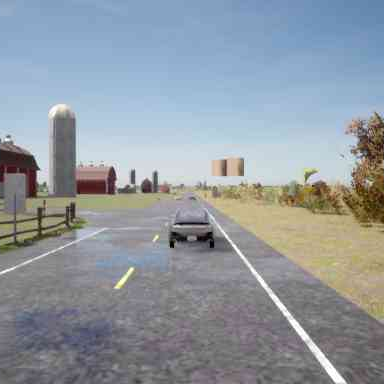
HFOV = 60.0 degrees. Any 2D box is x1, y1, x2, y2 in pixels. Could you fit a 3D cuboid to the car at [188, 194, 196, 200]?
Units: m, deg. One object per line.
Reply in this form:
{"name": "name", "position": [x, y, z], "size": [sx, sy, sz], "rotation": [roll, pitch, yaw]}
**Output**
{"name": "car", "position": [0.001, 1.388, 92.868], "size": [2.033, 1.411, 5.357], "rotation": [0, 0, 0]}

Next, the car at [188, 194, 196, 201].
{"name": "car", "position": [0.001, 1.421, 79.117], "size": [1.812, 1.442, 4.674], "rotation": [0, 0, 0]}

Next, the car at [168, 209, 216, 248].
{"name": "car", "position": [0.000, 1.492, 14.651], "size": [2.128, 1.511, 4.902], "rotation": [0, 0, 0]}

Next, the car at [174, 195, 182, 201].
{"name": "car", "position": [-3.499, 1.416, 84.158], "size": [1.882, 1.535, 5.008], "rotation": [0, 0, 0]}
